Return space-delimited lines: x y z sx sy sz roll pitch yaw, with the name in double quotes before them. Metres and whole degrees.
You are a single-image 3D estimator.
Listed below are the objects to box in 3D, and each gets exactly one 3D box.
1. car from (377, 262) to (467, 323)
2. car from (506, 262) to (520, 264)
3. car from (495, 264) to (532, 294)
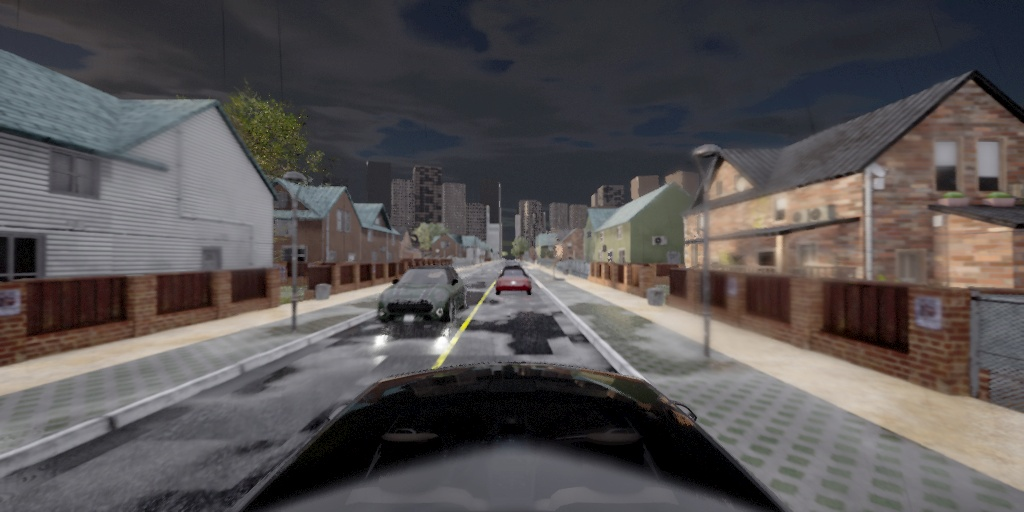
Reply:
"car" -2.818 1.124 12.108 2.097 1.767 4.553 0 0 0
"car" 0.094 1.318 35.493 2.128 1.511 4.902 0 0 0
"car" 0.088 1.356 20.620 1.994 1.385 4.181 0 0 0
